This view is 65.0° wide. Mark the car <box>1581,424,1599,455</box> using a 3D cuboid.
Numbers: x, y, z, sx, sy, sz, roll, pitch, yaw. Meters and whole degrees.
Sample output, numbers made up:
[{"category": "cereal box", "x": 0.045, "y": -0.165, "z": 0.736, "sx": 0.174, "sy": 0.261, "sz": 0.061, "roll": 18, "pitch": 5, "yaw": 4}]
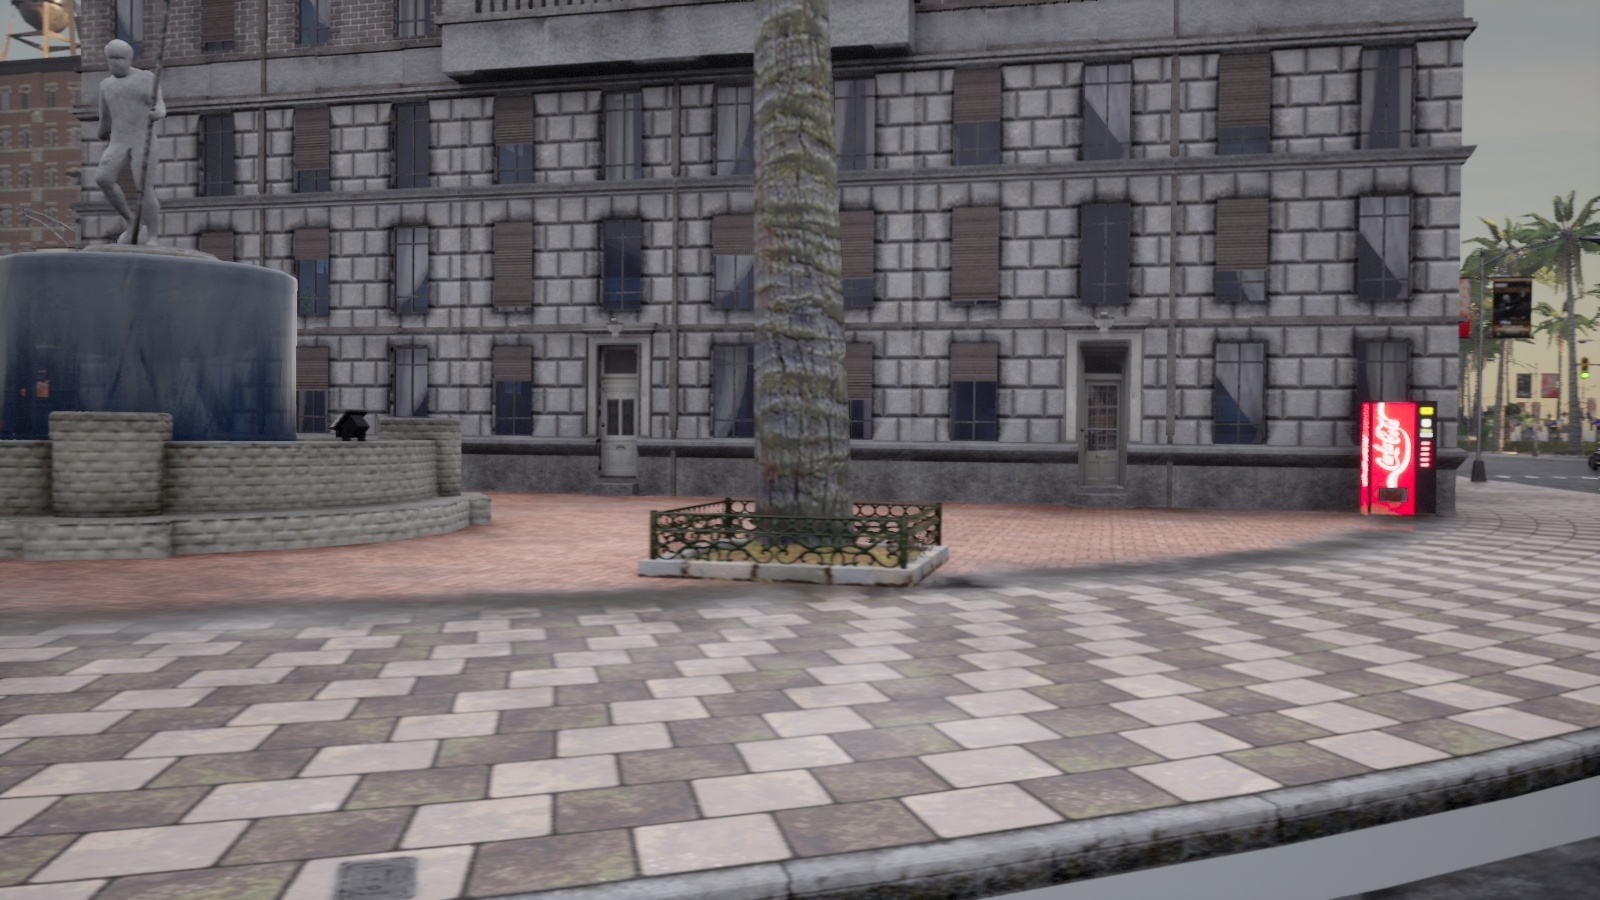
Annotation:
[{"category": "car", "x": 39.290, "y": -0.535, "z": 60.362, "sx": 1.816, "sy": 1.474, "sz": 4.193, "roll": 0, "pitch": 1, "yaw": 14}]
